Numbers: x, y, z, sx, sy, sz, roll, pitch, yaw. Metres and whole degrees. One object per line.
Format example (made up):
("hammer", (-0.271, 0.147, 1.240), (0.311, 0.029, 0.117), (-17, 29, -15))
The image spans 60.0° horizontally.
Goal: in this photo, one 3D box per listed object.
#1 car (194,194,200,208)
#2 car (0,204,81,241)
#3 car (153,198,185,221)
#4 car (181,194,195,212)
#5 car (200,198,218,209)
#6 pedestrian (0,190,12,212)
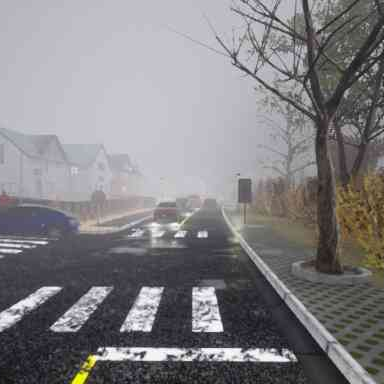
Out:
("car", (0.190, 1.390, 52.631), (2.150, 2.045, 5.566), (0, 0, 7))
("car", (-7.280, 1.259, 14.413), (4.674, 1.442, 1.812), (4, 1, -20))
("car", (-1.948, 1.504, 27.422), (1.882, 1.535, 5.008), (0, 0, 3))
("car", (-1.133, 1.431, 39.010), (2.097, 1.767, 4.553), (0, 0, 5))
("car", (2.676, 1.618, 48.451), (1.882, 1.535, 5.008), (0, 0, 6))
("pedestrian", (-9.543, 0.770, 16.887), (0.375, 1.860, 0.375), (0, -3, 0))
